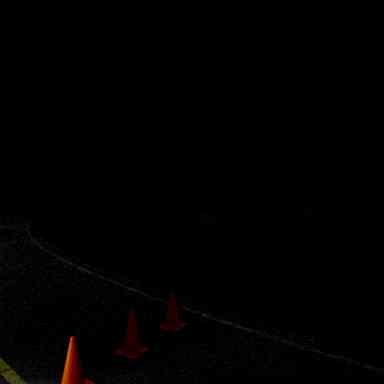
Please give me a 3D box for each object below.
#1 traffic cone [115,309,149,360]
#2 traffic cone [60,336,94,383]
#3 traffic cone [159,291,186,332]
[{"bbox_3d":[-0.838,1.938,4.649,0.340,0.580,0.340,1,1,31],"label":"traffic cone"},{"bbox_3d":[-1.357,1.945,3.799,0.340,0.580,0.340,1,1,31],"label":"traffic cone"},{"bbox_3d":[-0.319,1.932,5.499,0.340,0.580,0.340,1,1,31],"label":"traffic cone"}]
